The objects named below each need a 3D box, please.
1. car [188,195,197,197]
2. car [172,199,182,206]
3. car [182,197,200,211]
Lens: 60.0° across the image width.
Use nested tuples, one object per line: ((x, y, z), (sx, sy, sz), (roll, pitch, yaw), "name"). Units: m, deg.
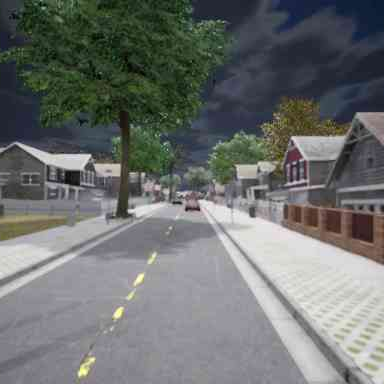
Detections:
((0.092, 1.520, 63.780), (2.150, 2.045, 5.566), (0, 0, 0), "car")
((-2.769, 1.896, 63.347), (1.895, 1.301, 4.718), (0, 0, 0), "car")
((0.095, 1.734, 44.411), (1.994, 1.385, 4.181), (0, 0, 0), "car")
